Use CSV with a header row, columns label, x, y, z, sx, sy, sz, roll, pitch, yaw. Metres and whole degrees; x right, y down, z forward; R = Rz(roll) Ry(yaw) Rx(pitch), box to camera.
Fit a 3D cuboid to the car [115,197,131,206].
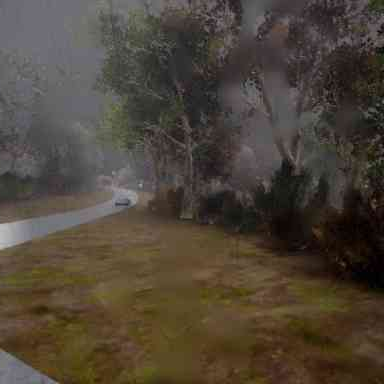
label,x,y,z,sx,sy,sz,roll,pitch,yaw
car,-10.516,1.415,50.789,1.994,1.385,4.181,-2,1,-5
